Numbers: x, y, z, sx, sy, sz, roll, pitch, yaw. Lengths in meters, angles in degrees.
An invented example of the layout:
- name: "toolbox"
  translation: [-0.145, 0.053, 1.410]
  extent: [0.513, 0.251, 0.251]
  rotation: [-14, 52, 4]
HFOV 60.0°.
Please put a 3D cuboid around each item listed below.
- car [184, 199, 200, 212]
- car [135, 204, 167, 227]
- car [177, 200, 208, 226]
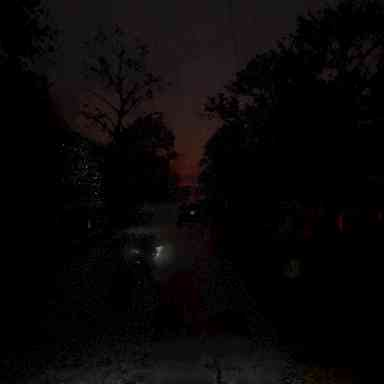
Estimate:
- name: "car"
  translation: [0.028, 1.730, 42.982]
  extent: [1.882, 1.535, 5.008]
  rotation: [0, 0, 0]
- name: "car"
  translation: [-2.920, 1.599, 24.146]
  extent: [1.882, 1.535, 5.008]
  rotation: [0, 0, 0]
- name: "car"
  translation: [0.028, 1.479, 24.840]
  extent: [2.097, 1.767, 4.553]
  rotation: [0, 0, 0]
